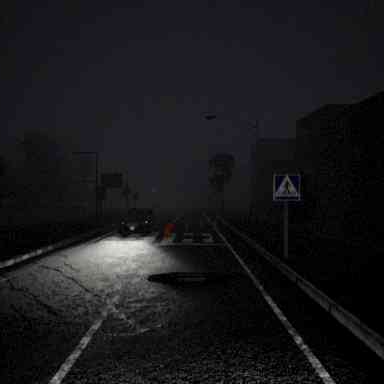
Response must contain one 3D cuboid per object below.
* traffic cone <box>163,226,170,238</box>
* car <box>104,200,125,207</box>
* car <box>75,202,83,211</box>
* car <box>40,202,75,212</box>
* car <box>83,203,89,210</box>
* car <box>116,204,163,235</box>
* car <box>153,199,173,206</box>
[{"bbox_3d":[-1.371,2.138,17.753,0.340,0.580,0.340,0,-1,0],"label":"traffic cone"},{"bbox_3d":[-21.741,3.249,91.521,5.008,1.535,2.097,0,-1,0],"label":"car"},{"bbox_3d":[-21.852,2.478,56.622,4.892,1.521,2.231,0,-1,0],"label":"car"},{"bbox_3d":[-21.865,2.445,53.346,4.674,1.452,2.002,0,-1,0],"label":"car"},{"bbox_3d":[-21.853,2.549,59.895,5.008,1.535,2.097,0,-1,0],"label":"car"},{"bbox_3d":[-3.230,1.717,20.454,2.128,1.511,4.902,0,-1,0],"label":"car"},{"bbox_3d":[-8.652,3.320,94.243,4.892,1.521,2.231,0,-1,0],"label":"car"}]
